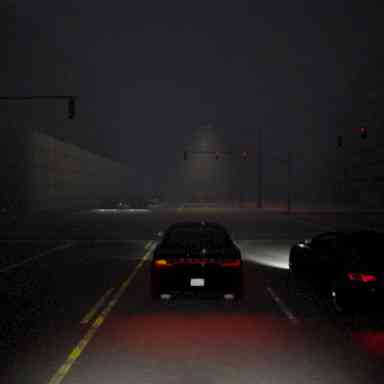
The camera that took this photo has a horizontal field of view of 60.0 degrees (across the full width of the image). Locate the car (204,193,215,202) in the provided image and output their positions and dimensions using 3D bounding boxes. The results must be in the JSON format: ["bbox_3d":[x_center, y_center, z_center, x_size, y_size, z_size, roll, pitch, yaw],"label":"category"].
[{"bbox_3d":[3.819,1.440,73.025,1.812,1.442,4.674,0,0,0],"label":"car"}]

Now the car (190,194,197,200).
[{"bbox_3d":[0.363,1.280,83.041,1.882,1.535,5.008,0,0,0],"label":"car"}]

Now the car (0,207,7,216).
[{"bbox_3d":[-18.167,1.476,27.177,5.357,1.411,2.033,2,0,1],"label":"car"}]

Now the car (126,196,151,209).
[{"bbox_3d":[-6.904,1.519,43.276,1.994,1.385,4.181,0,0,0],"label":"car"}]

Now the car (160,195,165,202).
[{"bbox_3d":[-6.692,1.426,70.612,1.837,1.490,4.892,0,0,0],"label":"car"}]

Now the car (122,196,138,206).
[{"bbox_3d":[-10.330,1.468,56.000,1.812,1.442,4.674,0,0,0],"label":"car"}]

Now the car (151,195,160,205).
[{"bbox_3d":[-6.837,1.467,55.642,1.812,1.442,4.674,0,1,-1],"label":"car"}]

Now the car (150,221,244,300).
[{"bbox_3d":[0.106,1.469,8.442,1.882,1.535,5.008,0,0,0],"label":"car"}]

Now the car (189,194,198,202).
[{"bbox_3d":[0.319,1.440,73.040,1.812,1.442,4.674,0,0,0],"label":"car"}]

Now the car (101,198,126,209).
[{"bbox_3d":[-10.405,1.519,43.236,1.994,1.385,4.181,0,0,0],"label":"car"}]

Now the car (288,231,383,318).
[{"bbox_3d":[3.606,1.556,7.462,1.994,1.385,4.181,0,0,0],"label":"car"}]

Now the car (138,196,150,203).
[{"bbox_3d":[-10.192,1.478,70.685,1.994,1.385,4.181,0,0,0],"label":"car"}]
